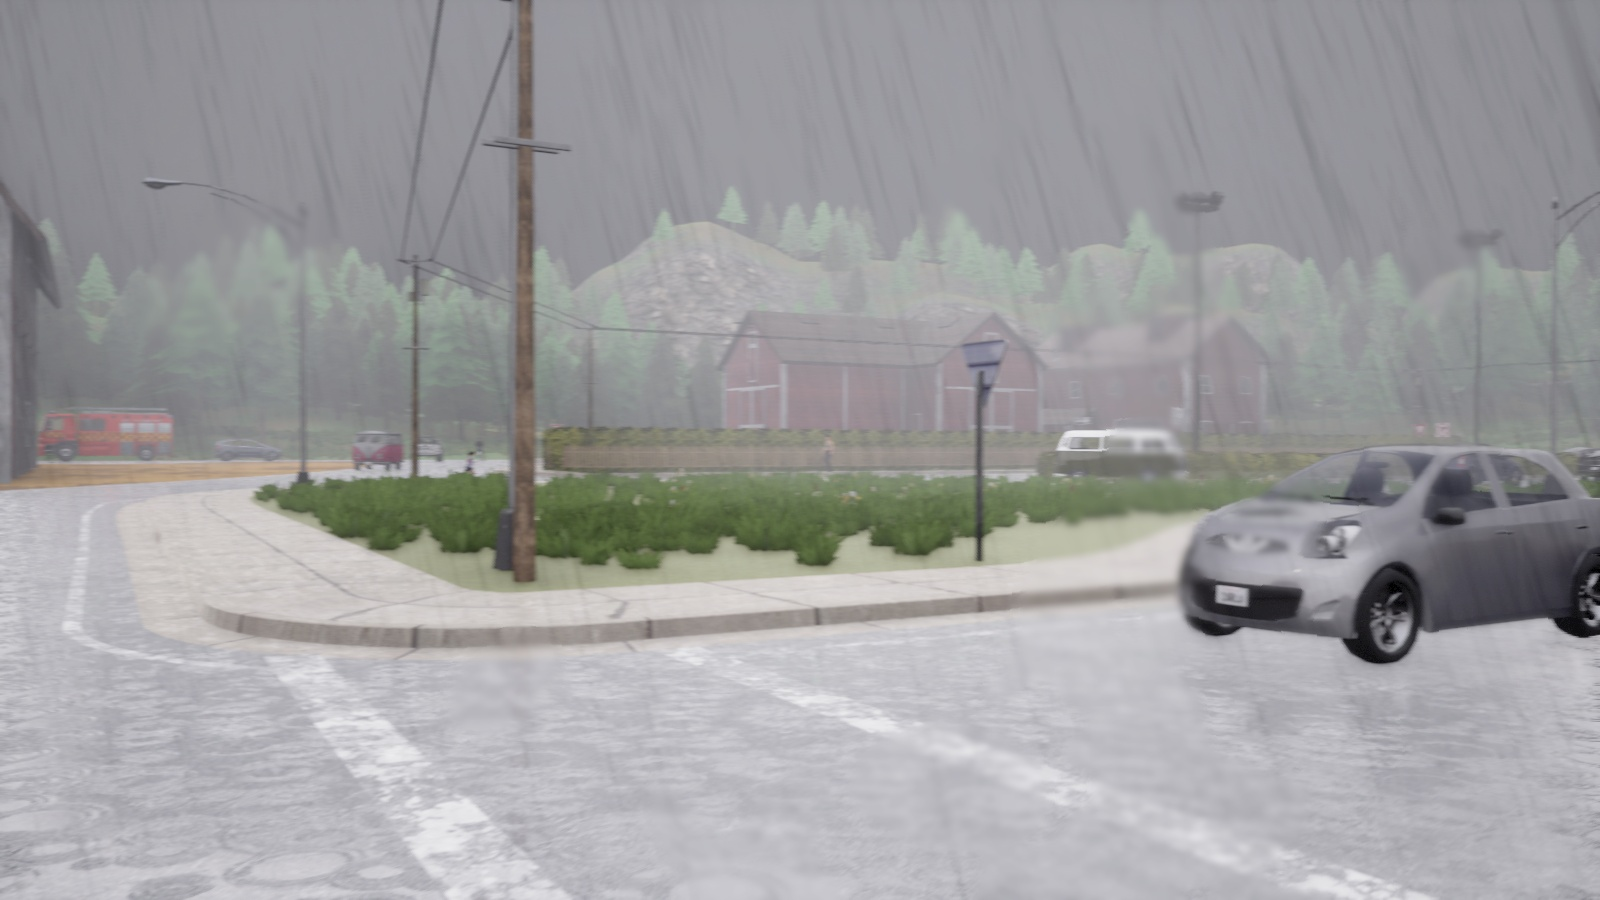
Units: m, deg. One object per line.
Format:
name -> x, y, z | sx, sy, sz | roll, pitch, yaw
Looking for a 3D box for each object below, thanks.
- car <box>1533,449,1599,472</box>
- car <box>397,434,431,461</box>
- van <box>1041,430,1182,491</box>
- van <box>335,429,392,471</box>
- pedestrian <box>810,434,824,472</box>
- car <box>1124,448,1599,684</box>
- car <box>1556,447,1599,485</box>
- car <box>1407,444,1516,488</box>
car -> 50.628, 0.661, 82.294 | 4.792, 1.488, 2.163 | 0, 0, -25
car -> -26.375, -0.156, 85.971 | 1.932, 1.855, 4.605 | 0, 0, -13
van -> 10.943, 0.339, 44.175 | 4.480, 2.038, 2.069 | 0, 1, 26
van -> -21.535, -0.008, 62.101 | 1.775, 1.987, 4.442 | 0, 0, -7
pedestrian -> 0.814, 0.144, 61.349 | 0.594, 1.836, 0.345 | 0, 0, -29
car -> 4.515, 0.743, 9.732 | 3.633, 1.501, 1.845 | 0, 0, -30
car -> 34.517, 0.678, 53.386 | 5.008, 1.535, 1.882 | 0, 0, -30
car -> 25.317, 0.573, 48.057 | 3.988, 1.617, 1.851 | 0, 0, -30
